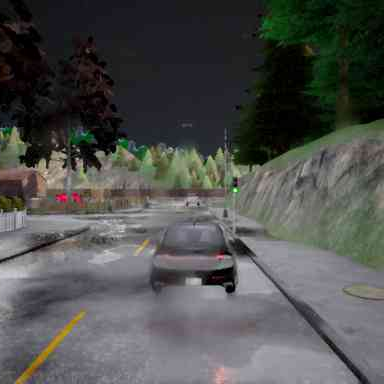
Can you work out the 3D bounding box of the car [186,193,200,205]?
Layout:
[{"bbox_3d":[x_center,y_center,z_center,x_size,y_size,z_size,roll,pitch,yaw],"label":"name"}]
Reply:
[{"bbox_3d":[0.137,1.224,57.367,2.150,2.045,5.566,0,0,0],"label":"car"}]

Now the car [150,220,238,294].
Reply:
[{"bbox_3d":[0.056,1.493,8.770,2.128,1.511,4.902,0,0,1],"label":"car"}]
